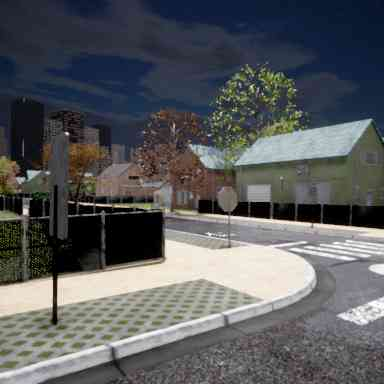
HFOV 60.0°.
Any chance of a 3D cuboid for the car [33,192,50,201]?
[{"bbox_3d":[-20.360,0.987,45.816,2.150,2.045,5.566,1,0,-37],"label":"car"}]
